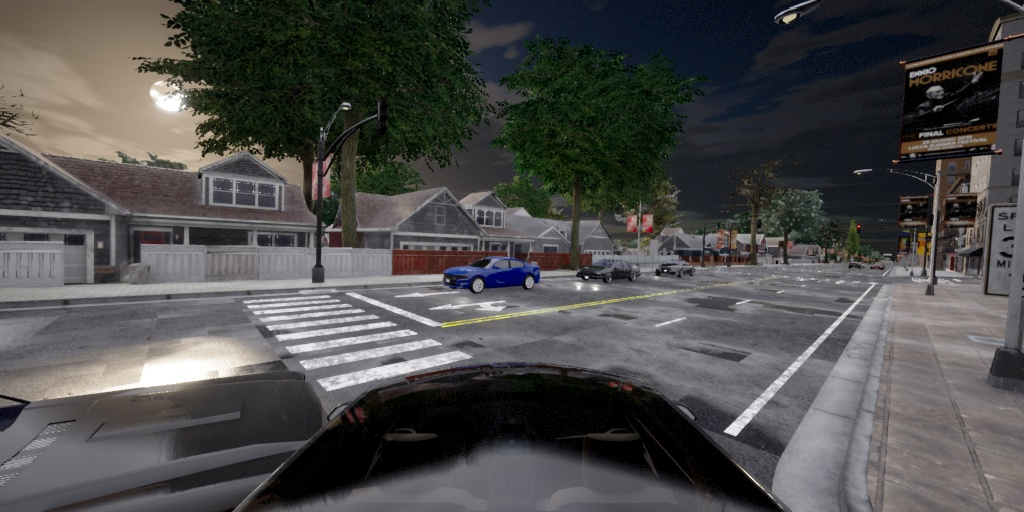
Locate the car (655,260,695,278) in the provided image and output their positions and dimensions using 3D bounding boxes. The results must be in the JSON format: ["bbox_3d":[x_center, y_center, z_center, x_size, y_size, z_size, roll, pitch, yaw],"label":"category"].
[{"bbox_3d":[13.793,1.009,30.200,4.181,1.385,1.994,1,2,-43],"label":"car"}]

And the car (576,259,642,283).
[{"bbox_3d":[6.464,0.917,23.418,5.357,1.411,2.033,1,2,-43],"label":"car"}]

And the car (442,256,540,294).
[{"bbox_3d":[-0.833,0.775,16.637,5.008,1.535,1.882,1,3,-43],"label":"car"}]

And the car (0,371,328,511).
[{"bbox_3d":[-3.321,1.275,1.497,4.718,1.301,1.895,1,2,-33],"label":"car"}]
